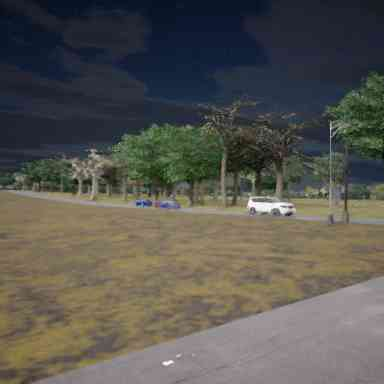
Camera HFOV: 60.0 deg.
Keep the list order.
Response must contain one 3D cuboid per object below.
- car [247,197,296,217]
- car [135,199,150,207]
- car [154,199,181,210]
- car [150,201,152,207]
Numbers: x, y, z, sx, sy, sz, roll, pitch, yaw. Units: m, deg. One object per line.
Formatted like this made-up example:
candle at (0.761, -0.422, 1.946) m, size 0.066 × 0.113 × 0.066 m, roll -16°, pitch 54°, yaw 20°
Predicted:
car at (8.299, 1.523, 35.382) m, size 2.150 × 2.045 × 5.566 m, roll 3°, pitch -2°, yaw -35°
car at (-9.843, 2.211, 67.043) m, size 1.882 × 1.535 × 5.008 m, roll 3°, pitch -2°, yaw -35°
car at (-3.545, 2.019, 52.035) m, size 1.812 × 1.442 × 4.674 m, roll 3°, pitch -2°, yaw -35°
car at (-5.044, 2.032, 60.346) m, size 2.097 × 1.767 × 4.553 m, roll 3°, pitch -2°, yaw -35°
